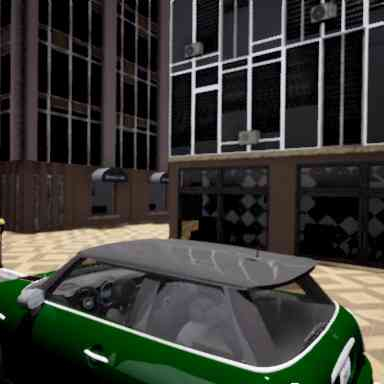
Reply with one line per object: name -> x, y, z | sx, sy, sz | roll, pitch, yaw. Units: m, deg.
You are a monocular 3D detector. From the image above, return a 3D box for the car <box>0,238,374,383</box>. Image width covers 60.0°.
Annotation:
car -> -0.601, 1.319, 3.682 | 4.553, 1.767, 2.097 | 1, 1, 36
